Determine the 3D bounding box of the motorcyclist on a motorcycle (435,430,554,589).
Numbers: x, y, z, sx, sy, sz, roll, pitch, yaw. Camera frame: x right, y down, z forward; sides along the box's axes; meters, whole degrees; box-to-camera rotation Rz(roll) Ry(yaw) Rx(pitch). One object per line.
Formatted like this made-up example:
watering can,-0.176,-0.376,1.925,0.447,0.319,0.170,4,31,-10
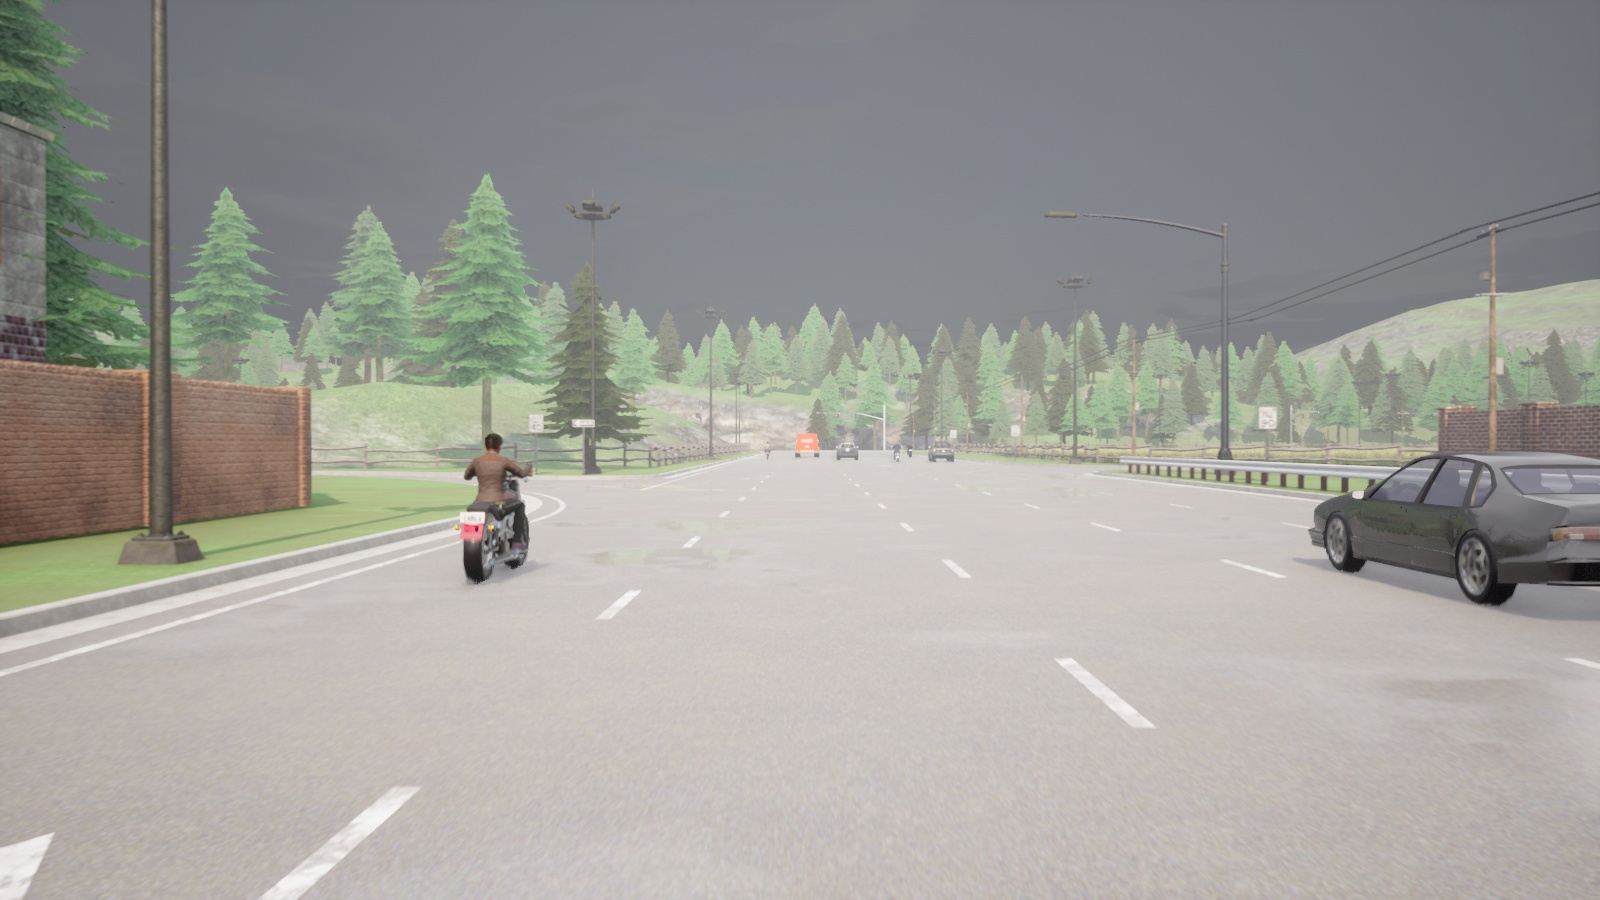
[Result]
motorcyclist on a motorcycle,-3.404,0.614,14.238,0.766,1.649,2.350,0,0,0

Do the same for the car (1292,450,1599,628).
car,7.088,0.727,12.854,2.033,1.411,5.357,0,0,0
